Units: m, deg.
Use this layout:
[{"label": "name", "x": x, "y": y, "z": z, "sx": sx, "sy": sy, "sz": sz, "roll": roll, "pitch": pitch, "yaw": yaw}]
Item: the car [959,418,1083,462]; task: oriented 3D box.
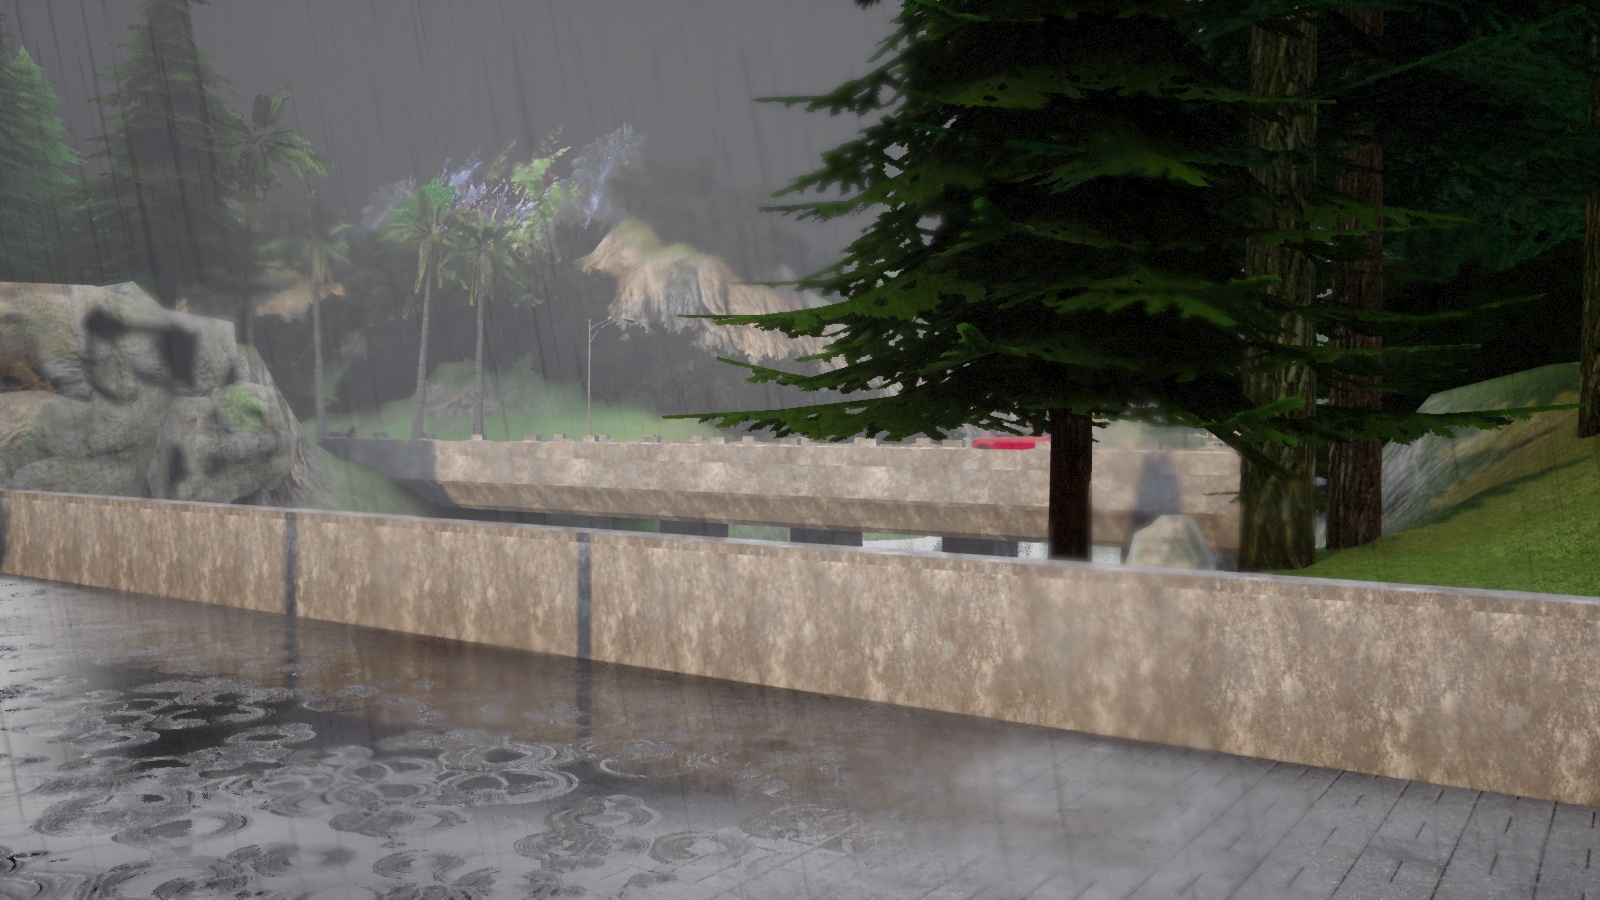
[{"label": "car", "x": 10.803, "y": -0.487, "z": 61.479, "sx": 5.566, "sy": 2.045, "sz": 2.150, "roll": 0, "pitch": 1, "yaw": 34}]
